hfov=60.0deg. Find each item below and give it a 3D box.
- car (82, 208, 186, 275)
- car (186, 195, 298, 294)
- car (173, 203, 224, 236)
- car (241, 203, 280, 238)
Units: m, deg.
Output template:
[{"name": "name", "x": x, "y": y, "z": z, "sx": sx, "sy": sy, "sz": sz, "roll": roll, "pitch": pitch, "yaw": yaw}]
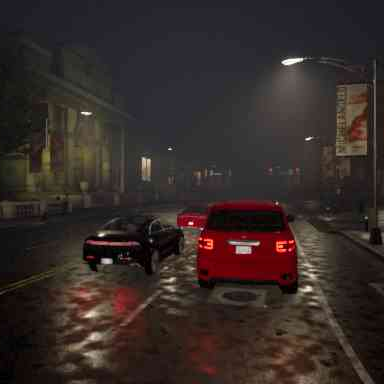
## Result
[{"name": "car", "x": -1.573, "y": 1.491, "z": 10.554, "sx": 2.128, "sy": 1.511, "sz": 4.902, "roll": 0, "pitch": 0, "yaw": 12}, {"name": "car", "x": 1.602, "y": 1.221, "z": 9.084, "sx": 2.150, "sy": 2.045, "sz": 5.566, "roll": 0, "pitch": 0, "yaw": 13}, {"name": "car", "x": 0.572, "y": 1.478, "z": 19.606, "sx": 1.882, "sy": 1.535, "sz": 5.008, "roll": 0, "pitch": 0, "yaw": 15}, {"name": "car", "x": 3.962, "y": 1.478, "z": 18.744, "sx": 1.882, "sy": 1.535, "sz": 5.008, "roll": 0, "pitch": 0, "yaw": 14}]
